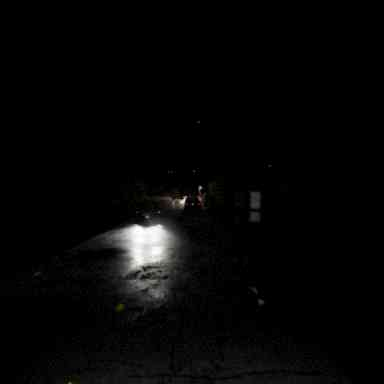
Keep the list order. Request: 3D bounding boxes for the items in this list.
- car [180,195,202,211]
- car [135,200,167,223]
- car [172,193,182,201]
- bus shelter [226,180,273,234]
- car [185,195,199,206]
[{"bbox_3d":[0.072,1.257,35.531,2.033,1.411,5.357,0,1,0],"label":"car"},{"bbox_3d":[-2.839,1.305,23.604,2.128,1.511,4.902,0,0,0],"label":"car"},{"bbox_3d":[-2.728,1.012,64.369,1.812,1.442,4.674,0,1,0],"label":"car"},{"bbox_3d":[3.155,0.727,19.004,1.920,2.740,3.880,1,1,0],"label":"bus shelter"},{"bbox_3d":[0.031,1.197,48.157,1.895,1.301,4.718,0,1,0],"label":"car"}]
